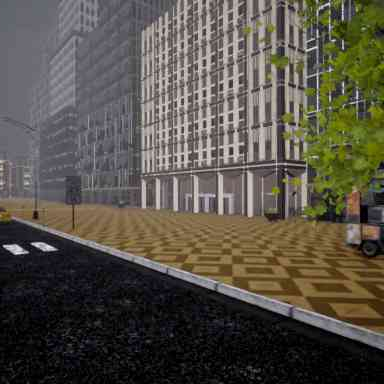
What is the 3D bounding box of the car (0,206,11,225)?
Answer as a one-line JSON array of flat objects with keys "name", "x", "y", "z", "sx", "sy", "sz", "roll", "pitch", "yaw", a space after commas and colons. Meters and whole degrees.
[{"name": "car", "x": -13.899, "y": 1.529, "z": 23.329, "sx": 1.752, "sy": 1.417, "sz": 4.829, "roll": 0, "pitch": 0, "yaw": -38}]
